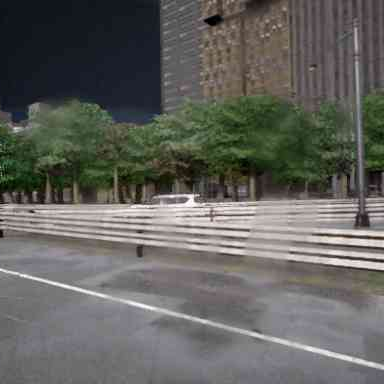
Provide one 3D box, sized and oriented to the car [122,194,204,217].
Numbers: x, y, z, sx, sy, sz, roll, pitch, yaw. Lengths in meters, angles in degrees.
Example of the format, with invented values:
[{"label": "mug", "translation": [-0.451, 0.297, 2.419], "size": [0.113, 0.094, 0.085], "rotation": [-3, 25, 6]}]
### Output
[{"label": "car", "translation": [-1.939, 1.227, 22.820], "size": [5.566, 2.045, 2.150], "rotation": [-2, 0, 10]}]
